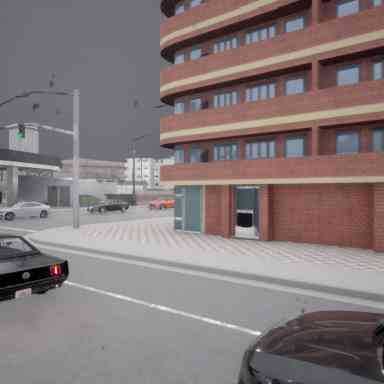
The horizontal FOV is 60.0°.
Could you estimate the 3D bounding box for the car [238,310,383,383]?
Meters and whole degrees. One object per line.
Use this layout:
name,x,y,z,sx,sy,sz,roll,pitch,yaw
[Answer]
car,2.641,1.514,2.111,4.892,1.490,1.837,0,0,35

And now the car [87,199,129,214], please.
car,-8.915,1.509,35.602,2.128,1.511,4.902,0,0,35

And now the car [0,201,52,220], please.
car,-14.142,1.523,27.958,1.812,1.442,4.674,0,0,34

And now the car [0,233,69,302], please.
car,-4.939,1.599,7.503,4.718,1.301,1.895,0,0,36

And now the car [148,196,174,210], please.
car,-3.679,1.389,43.190,2.097,1.767,4.553,0,0,35
